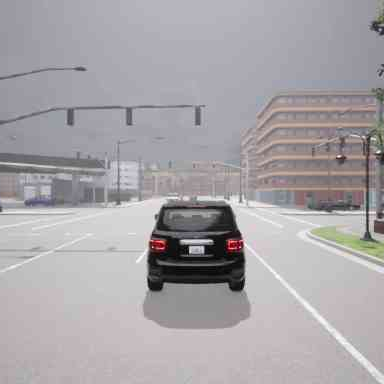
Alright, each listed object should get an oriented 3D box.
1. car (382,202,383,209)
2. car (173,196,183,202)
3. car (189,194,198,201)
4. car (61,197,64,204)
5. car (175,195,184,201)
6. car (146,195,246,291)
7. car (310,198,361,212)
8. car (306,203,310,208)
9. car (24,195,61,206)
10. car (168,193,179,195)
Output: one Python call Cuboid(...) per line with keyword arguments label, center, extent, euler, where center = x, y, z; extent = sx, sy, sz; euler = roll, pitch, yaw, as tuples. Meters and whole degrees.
Cuboid(label="car", center=(25.895, 1.352, 41.061), extent=(4.553, 1.767, 2.097), euler=(0, 0, 0))
Cuboid(label="car", center=(-3.168, 1.540, 75.151), extent=(2.033, 1.411, 5.357), euler=(0, 0, 0))
Cuboid(label="car", center=(0.287, 1.372, 81.202), extent=(2.128, 1.511, 4.902), euler=(0, 0, 0))
Cuboid(label="car", center=(-23.974, 1.456, 56.867), extent=(3.806, 1.475, 1.970), euler=(0, 0, 1))
Cuboid(label="car", center=(-3.244, 1.514, 85.480), extent=(2.128, 1.511, 4.902), euler=(0, 0, 0))
Cuboid(label="car", center=(0.095, 1.221, 9.164), extent=(2.150, 2.045, 5.566), euler=(0, 0, 0))
Cuboid(label="car", center=(16.337, 1.601, 37.672), extent=(4.718, 1.301, 1.895), euler=(0, 0, -3))
Cuboid(label="car", center=(16.723, 1.505, 41.148), extent=(4.892, 1.490, 1.837), euler=(0, 0, 1))
Cuboid(label="car", center=(-23.263, 1.295, 51.115), extent=(4.611, 1.667, 2.242), euler=(0, 0, 1))
Cuboid(label="car", center=(-3.066, 1.221, 54.541), extent=(2.150, 2.045, 5.566), euler=(0, 0, 2))
